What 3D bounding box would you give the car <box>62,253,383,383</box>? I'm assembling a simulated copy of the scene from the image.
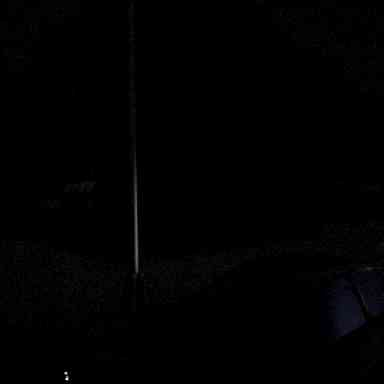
[{"bbox_3d":[1.273,1.554,4.070,5.357,1.411,2.033,0,0,-39],"label":"car"}]
